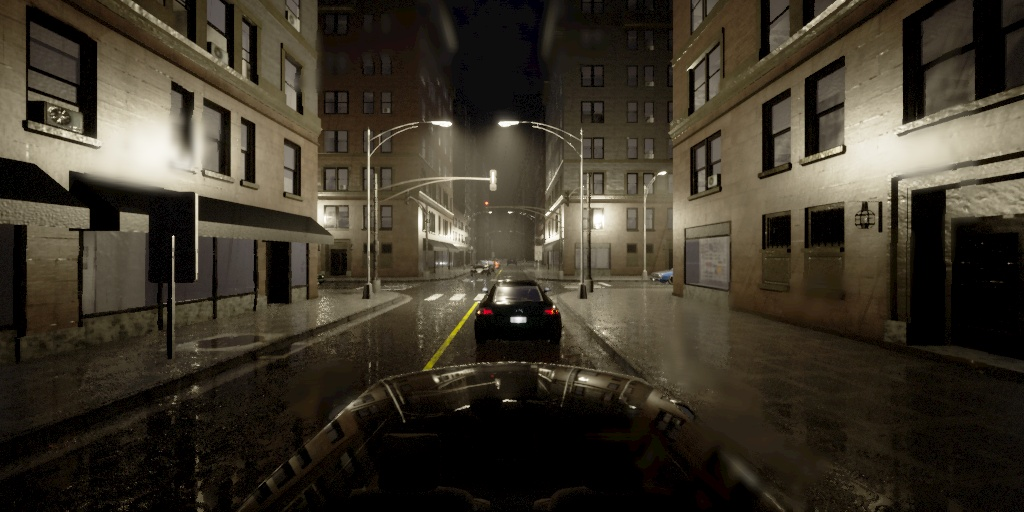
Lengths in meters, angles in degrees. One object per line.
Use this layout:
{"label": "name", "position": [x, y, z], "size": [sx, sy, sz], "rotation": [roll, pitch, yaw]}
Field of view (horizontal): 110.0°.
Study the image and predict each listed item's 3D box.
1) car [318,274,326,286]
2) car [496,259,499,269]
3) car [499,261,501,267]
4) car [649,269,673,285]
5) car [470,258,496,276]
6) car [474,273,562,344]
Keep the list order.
{"label": "car", "position": [-14.086, 1.387, 21.930], "size": [4.718, 1.301, 1.895], "rotation": [0, 0, 0]}
{"label": "car", "position": [-3.098, 1.293, 46.125], "size": [2.033, 1.411, 5.357], "rotation": [0, 0, 0]}
{"label": "car", "position": [-3.085, 1.092, 55.907], "size": [2.097, 1.767, 4.553], "rotation": [0, 0, -1]}
{"label": "car", "position": [12.616, 1.260, 25.215], "size": [5.357, 1.411, 2.033], "rotation": [0, 0, 0]}
{"label": "car", "position": [-3.094, 1.239, 36.383], "size": [2.128, 1.511, 4.902], "rotation": [0, 0, 0]}
{"label": "car", "position": [0.115, 1.314, 9.555], "size": [1.994, 1.385, 4.181], "rotation": [0, 0, -1]}
